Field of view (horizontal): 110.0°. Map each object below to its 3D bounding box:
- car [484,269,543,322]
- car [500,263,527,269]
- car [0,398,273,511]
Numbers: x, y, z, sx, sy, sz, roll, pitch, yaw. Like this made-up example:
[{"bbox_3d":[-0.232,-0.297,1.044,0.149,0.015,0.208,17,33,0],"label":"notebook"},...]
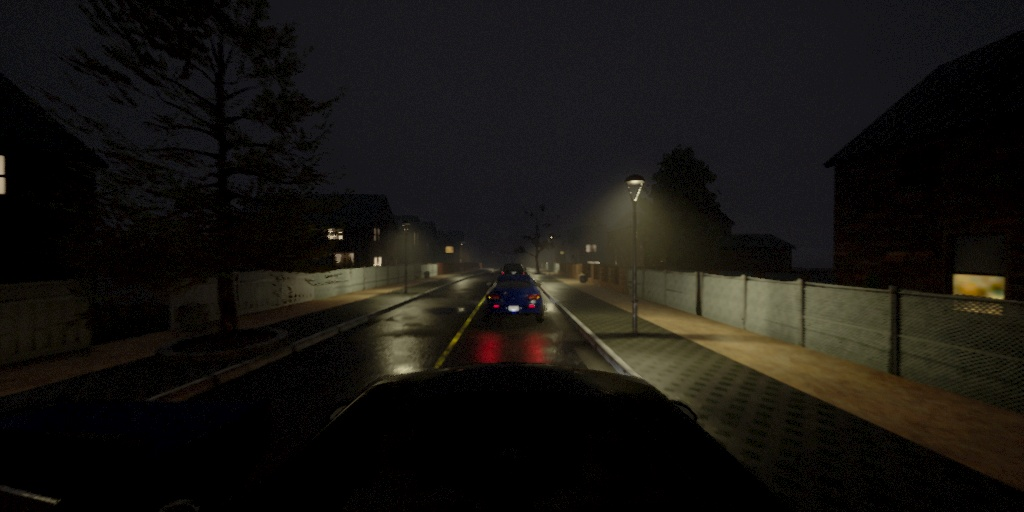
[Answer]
[{"bbox_3d":[0.063,1.355,12.615,1.812,1.442,4.674,0,0,0],"label":"car"},{"bbox_3d":[0.117,1.334,28.503,2.097,1.767,4.553,0,-1,0],"label":"car"},{"bbox_3d":[-2.848,1.344,0.627,1.895,1.301,4.718,0,0,0],"label":"car"}]
